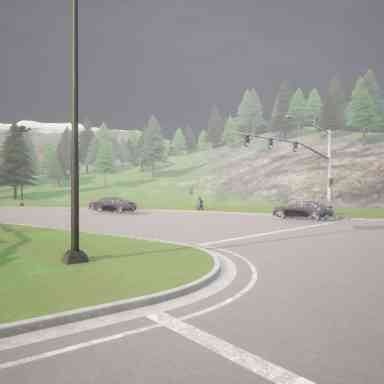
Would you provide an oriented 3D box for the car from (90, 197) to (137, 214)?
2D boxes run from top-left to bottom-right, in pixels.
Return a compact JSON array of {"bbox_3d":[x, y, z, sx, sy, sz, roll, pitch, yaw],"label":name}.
[{"bbox_3d":[-7.995,1.490,35.026,4.902,1.511,2.128,0,0,31],"label":"car"}]

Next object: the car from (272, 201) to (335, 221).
[{"bbox_3d":[9.011,1.491,27.215,4.902,1.511,2.128,0,0,41],"label":"car"}]

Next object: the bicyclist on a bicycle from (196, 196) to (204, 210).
[{"bbox_3d":[0.929,1.302,38.432,0.582,1.620,1.656,0,0,34],"label":"bicyclist on a bicycle"}]
